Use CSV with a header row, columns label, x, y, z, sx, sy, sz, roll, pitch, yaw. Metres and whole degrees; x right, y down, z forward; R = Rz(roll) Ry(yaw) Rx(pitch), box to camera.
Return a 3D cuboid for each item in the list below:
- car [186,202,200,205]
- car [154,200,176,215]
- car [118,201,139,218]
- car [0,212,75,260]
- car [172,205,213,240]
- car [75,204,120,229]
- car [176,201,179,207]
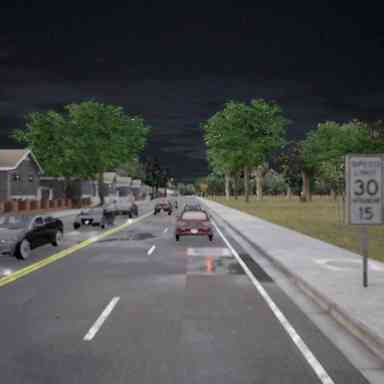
label,x,y,z,sx,sy,sz,roll,pitch,yaw
car,0.106,1.844,38.367,1.895,1.301,4.718,0,0,0
car,-3.144,1.739,37.400,1.837,1.490,4.892,0,-1,0
car,-6.520,1.687,32.939,1.882,1.535,5.008,0,0,0
car,-6.590,1.574,12.892,2.128,1.511,4.902,0,0,0
car,0.105,1.638,17.606,1.812,1.442,4.674,0,0,0
car,-6.570,1.709,22.776,1.994,1.385,4.181,0,0,0
car,-3.146,1.876,51.822,2.033,1.411,5.357,0,0,0
